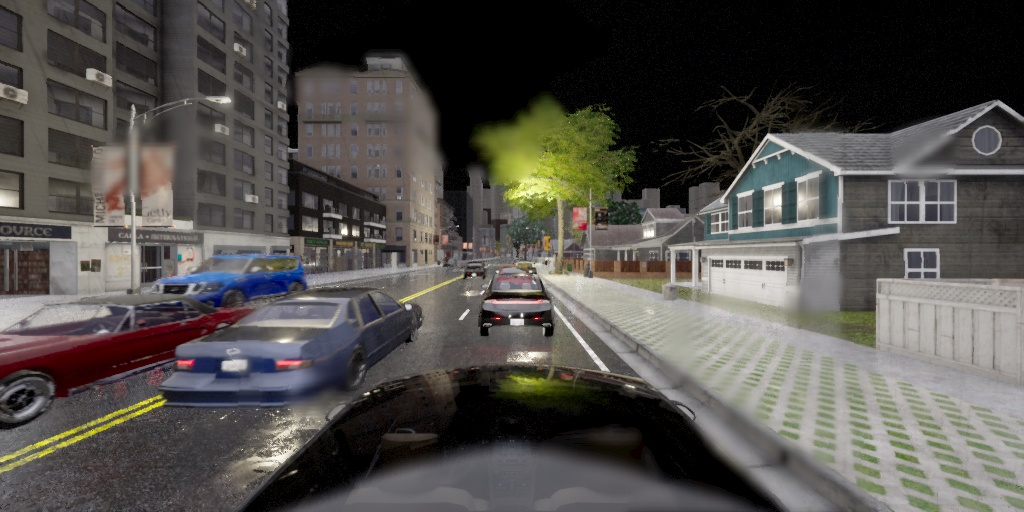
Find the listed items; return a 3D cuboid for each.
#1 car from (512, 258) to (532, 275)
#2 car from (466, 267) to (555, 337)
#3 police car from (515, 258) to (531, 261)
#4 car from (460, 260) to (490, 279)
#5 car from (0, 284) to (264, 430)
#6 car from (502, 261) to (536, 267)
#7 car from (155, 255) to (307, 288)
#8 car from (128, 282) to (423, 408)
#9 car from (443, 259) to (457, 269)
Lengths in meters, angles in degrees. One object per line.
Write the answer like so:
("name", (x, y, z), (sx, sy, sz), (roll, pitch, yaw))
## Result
("car", (1.013, 1.067, 39.417), (2.097, 1.767, 4.553), (0, 0, 0))
("car", (0.112, 1.239, 10.324), (2.128, 1.511, 4.902), (0, 0, 0))
("police car", (1.004, 1.155, 29.557), (1.930, 1.638, 5.238), (0, 0, 0))
("car", (-3.118, 1.234, 31.804), (1.837, 1.490, 4.892), (0, 1, 0))
("car", (-6.595, 1.350, 5.722), (1.895, 1.301, 4.718), (0, 0, 0))
("car", (0.119, 1.218, 19.828), (1.882, 1.535, 5.008), (0, 0, 0))
("car", (-9.837, 0.967, 13.121), (2.150, 2.045, 5.566), (0, 0, 0))
("car", (-3.146, 1.296, 6.593), (2.033, 1.411, 5.357), (0, 0, 0))
("car", (-9.785, 1.197, 57.106), (1.837, 1.490, 4.892), (0, 0, 0))
